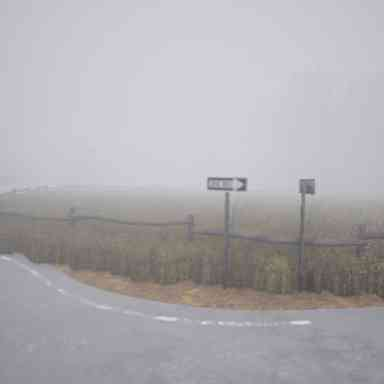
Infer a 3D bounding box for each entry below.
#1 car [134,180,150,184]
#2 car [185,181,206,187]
[{"bbox_3d":[-14.276,-2.435,94.343,4.605,1.855,1.932,1,2,-10],"label":"car"},{"bbox_3d":[1.244,-1.447,82.928,4.611,1.667,2.242,1,2,-10],"label":"car"}]
